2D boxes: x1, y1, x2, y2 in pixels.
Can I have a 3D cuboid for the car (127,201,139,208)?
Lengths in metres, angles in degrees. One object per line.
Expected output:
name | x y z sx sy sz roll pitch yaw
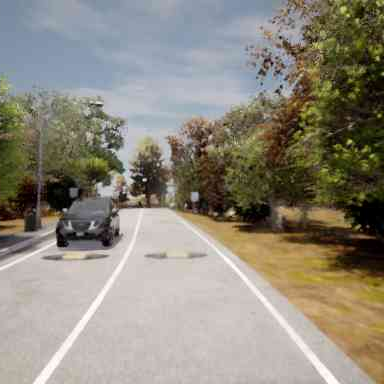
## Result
car | -10.850 2.311 61.735 1.812 1.442 4.674 0 -3 -8

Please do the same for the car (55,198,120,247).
car | -4.682 1.303 15.763 2.150 2.045 5.566 0 0 -7
